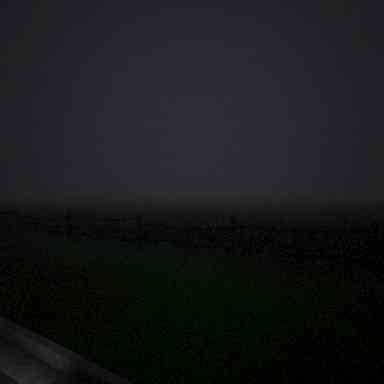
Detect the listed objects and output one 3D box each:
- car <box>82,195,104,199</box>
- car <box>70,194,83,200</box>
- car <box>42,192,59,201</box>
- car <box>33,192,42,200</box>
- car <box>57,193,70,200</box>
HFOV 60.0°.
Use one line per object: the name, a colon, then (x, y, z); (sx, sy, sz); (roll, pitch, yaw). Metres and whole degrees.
car: (-23.695, 1.478, 80.038); (1.895, 1.301, 4.718); (0, 0, 12)
car: (-27.010, 1.384, 81.279); (1.882, 1.535, 5.008); (0, 0, 12)
car: (-33.851, 1.131, 82.762); (2.150, 2.045, 5.566); (0, 0, 12)
car: (-37.274, 1.131, 83.489); (2.150, 2.045, 5.566); (0, 0, 12)
car: (-30.456, 1.496, 81.899); (1.895, 1.301, 4.718); (0, 0, 12)
